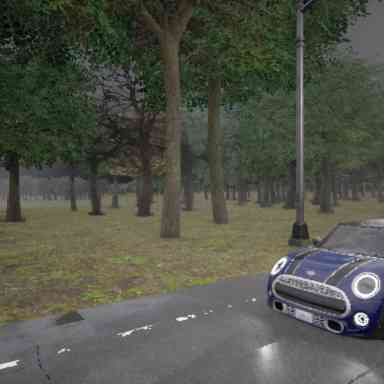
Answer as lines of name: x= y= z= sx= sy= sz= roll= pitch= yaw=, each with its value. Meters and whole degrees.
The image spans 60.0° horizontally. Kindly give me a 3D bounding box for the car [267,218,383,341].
car: x=3.586 y=1.347 z=6.533 sx=4.553 sy=1.767 sz=2.097 roll=0 pitch=0 yaw=-35
